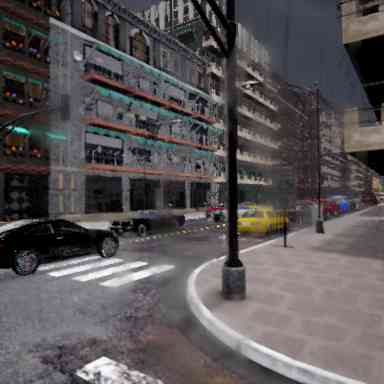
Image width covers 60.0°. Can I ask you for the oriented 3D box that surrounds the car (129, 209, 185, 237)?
[{"bbox_3d":[-2.461,1.683,18.917,1.895,1.301,4.718,-1,-1,33],"label":"car"}]

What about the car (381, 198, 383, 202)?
[{"bbox_3d":[41.202,1.650,74.466,1.752,1.417,4.829,-1,-1,33],"label":"car"}]

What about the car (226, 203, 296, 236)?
[{"bbox_3d":[3.862,1.492,17.971,1.752,1.417,4.829,-1,-1,33],"label":"car"}]

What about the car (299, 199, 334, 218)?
[{"bbox_3d":[9.888,1.530,27.088,1.887,1.381,4.507,-1,-1,33],"label":"car"}]

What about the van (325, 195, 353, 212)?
[{"bbox_3d":[16.130,1.349,36.537,1.690,1.788,3.998,-1,-1,33],"label":"van"}]

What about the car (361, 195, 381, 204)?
[{"bbox_3d":[34.862,1.406,64.879,2.192,1.841,5.009,-1,-1,33],"label":"car"}]

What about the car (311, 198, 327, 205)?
[{"bbox_3d":[24.752,1.801,64.771,2.008,1.369,4.403,-1,-1,33],"label":"car"}]

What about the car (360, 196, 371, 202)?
[{"bbox_3d":[42.444,1.693,81.234,1.837,1.490,4.892,-1,-1,33],"label":"car"}]

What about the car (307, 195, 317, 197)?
[{"bbox_3d":[21.628,1.551,60.051,2.192,1.841,5.009,-1,-1,33],"label":"car"}]

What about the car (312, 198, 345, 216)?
[{"bbox_3d":[13.010,1.541,31.811,1.887,1.381,4.507,-1,-1,33],"label":"car"}]

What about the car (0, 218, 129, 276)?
[{"bbox_3d":[-4.397,1.532,10.369,1.812,1.442,4.674,-1,-1,33],"label":"car"}]

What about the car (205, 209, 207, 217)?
[{"bbox_3d":[2.898,1.704,31.707,1.887,1.381,4.507,-1,-1,33],"label":"car"}]

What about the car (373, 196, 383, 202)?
[{"bbox_3d":[44.230,1.723,79.046,1.802,1.307,4.206,-1,-1,33],"label":"car"}]

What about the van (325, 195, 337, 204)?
[{"bbox_3d":[30.994,1.622,74.221,1.690,1.788,3.998,-1,-1,33],"label":"van"}]

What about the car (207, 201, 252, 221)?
[{"bbox_3d":[3.489,1.701,27.915,1.895,1.301,4.718,-1,-1,33],"label":"car"}]

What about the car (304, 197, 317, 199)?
[{"bbox_3d":[15.682,1.745,46.217,1.895,1.301,4.718,-1,-1,34],"label":"car"}]

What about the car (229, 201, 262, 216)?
[{"bbox_3d":[5.926,1.695,36.288,1.752,1.417,4.829,-1,-1,33],"label":"car"}]

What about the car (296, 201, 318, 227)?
[{"bbox_3d":[6.765,1.526,22.364,2.008,1.369,4.403,-1,-1,33],"label":"car"}]

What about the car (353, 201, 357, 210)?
[{"bbox_3d":[19.254,1.571,41.259,2.008,1.369,4.403,-1,-1,33],"label":"car"}]
